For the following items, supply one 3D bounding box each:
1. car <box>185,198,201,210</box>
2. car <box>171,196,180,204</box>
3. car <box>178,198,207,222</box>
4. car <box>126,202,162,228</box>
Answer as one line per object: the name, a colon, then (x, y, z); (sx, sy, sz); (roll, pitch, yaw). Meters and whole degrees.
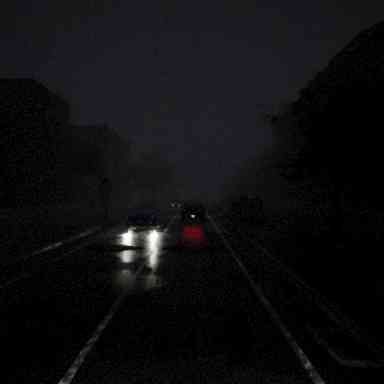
car: (0.088, 1.485, 42.911); (1.994, 1.385, 4.181); (0, 0, 0)
car: (-3.032, 1.505, 64.429); (2.033, 1.411, 5.357); (0, 0, 0)
car: (0.089, 1.452, 26.017); (1.837, 1.490, 4.892); (0, 0, 0)
car: (-3.106, 1.435, 22.167); (1.882, 1.535, 5.008); (0, 0, 0)
